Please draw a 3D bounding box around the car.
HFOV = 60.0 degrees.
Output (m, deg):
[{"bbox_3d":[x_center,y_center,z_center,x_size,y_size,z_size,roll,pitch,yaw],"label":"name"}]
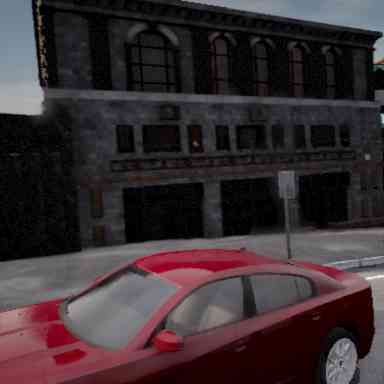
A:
[{"bbox_3d":[-0.084,1.443,3.657,5.008,1.535,1.882,0,1,-31],"label":"car"}]
